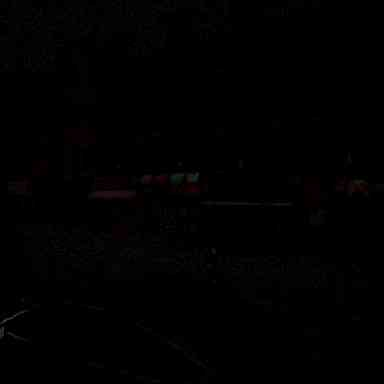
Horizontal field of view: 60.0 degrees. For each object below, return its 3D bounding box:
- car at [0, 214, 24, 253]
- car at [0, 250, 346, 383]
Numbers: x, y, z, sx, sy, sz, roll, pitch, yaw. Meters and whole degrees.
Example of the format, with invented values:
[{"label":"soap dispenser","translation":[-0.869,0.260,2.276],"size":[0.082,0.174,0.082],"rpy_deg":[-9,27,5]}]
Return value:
[{"label":"car","translation":[-5.262,1.256,6.566],"size":[5.009,1.841,2.192],"rpy_deg":[1,0,35]},{"label":"car","translation":[-0.751,1.548,3.353],"size":[4.313,1.339,1.947],"rpy_deg":[1,0,35]}]
